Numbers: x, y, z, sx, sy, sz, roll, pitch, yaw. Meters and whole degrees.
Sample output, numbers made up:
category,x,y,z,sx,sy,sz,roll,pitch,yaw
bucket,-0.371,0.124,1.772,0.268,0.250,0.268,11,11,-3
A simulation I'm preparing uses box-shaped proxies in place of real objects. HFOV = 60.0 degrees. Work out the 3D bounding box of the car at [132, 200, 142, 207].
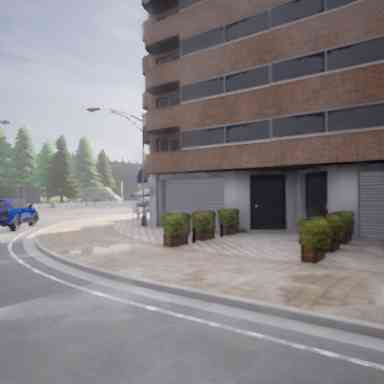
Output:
category,x,y,z,sx,sy,sz,roll,pitch,yaw
car,-7.913,1.930,57.313,2.033,1.411,5.357,-1,0,36

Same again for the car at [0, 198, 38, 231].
category,x,y,z,sx,sy,sz,roll,pitch,yaw
car,-12.173,1.433,22.147,2.150,2.045,5.566,0,0,-7

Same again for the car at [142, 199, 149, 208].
category,x,y,z,sx,sy,sz,roll,pitch,yaw
car,-5.362,1.829,54.877,1.882,1.535,5.008,-1,-1,36
